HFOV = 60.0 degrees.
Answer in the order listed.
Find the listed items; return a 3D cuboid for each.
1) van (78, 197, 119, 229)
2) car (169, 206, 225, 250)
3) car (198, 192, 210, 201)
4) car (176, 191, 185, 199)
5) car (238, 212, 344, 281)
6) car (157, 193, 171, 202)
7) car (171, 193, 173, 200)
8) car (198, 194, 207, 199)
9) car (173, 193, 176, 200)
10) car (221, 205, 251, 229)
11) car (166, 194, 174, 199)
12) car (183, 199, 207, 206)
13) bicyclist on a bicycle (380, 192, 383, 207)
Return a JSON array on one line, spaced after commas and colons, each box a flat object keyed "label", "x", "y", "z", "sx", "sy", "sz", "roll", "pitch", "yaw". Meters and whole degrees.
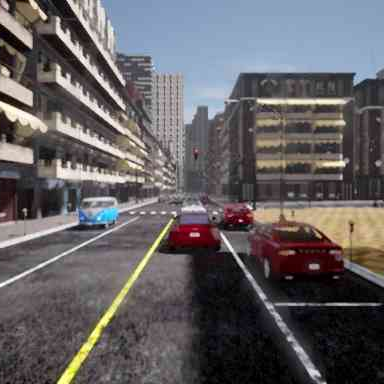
[{"label": "van", "x": -5.697, "y": 1.238, "z": 20.580, "sx": 1.690, "sy": 1.788, "sz": 3.998, "roll": 0, "pitch": 0, "yaw": 0}, {"label": "car", "x": 0.101, "y": 1.493, "z": 13.881, "sx": 1.994, "sy": 1.385, "sz": 4.181, "roll": 0, "pitch": 0, "yaw": 0}, {"label": "car", "x": 2.688, "y": 1.122, "z": 69.578, "sx": 1.967, "sy": 1.590, "sz": 4.097, "roll": -1, "pitch": 0, "yaw": 0}, {"label": "car", "x": -2.994, "y": 0.859, "z": 81.711, "sx": 2.150, "sy": 2.045, "sz": 5.566, "roll": 0, "pitch": 0, "yaw": 0}, {"label": "car", "x": 2.684, "y": 1.496, "z": 9.528, "sx": 1.887, "sy": 1.381, "sz": 4.507, "roll": 0, "pitch": 0, "yaw": 0}, {"label": "car", "x": -5.692, "y": 1.255, "z": 64.056, "sx": 2.008, "sy": 1.369, "sz": 4.403, "roll": 0, "pitch": 0, "yaw": 0}, {"label": "car", "x": -5.692, "y": 1.248, "z": 69.584, "sx": 1.947, "sy": 1.339, "sz": 4.313, "roll": 0, "pitch": 0, "yaw": 0}, {"label": "car", "x": 2.690, "y": 1.168, "z": 86.161, "sx": 2.008, "sy": 1.369, "sz": 4.403, "roll": -1, "pitch": 0, "yaw": 0}, {"label": "car", "x": -5.692, "y": 1.079, "z": 80.639, "sx": 1.967, "sy": 1.590, "sz": 4.097, "roll": -1, "pitch": 0, "yaw": 0}, {"label": "car", "x": 2.685, "y": 1.442, "z": 20.579, "sx": 1.887, "sy": 1.381, "sz": 4.507, "roll": 0, "pitch": 0, "yaw": 0}, {"label": "car", "x": -5.691, "y": 1.199, "z": 86.168, "sx": 1.802, "sy": 1.307, "sz": 4.206, "roll": -1, "pitch": 0, "yaw": 0}, {"label": "car", "x": 0.114, "y": 1.468, "z": 26.867, "sx": 1.895, "sy": 1.301, "sz": 4.718, "roll": 0, "pitch": 0, "yaw": 1}, {"label": "bicyclist on a bicycle", "x": 20.248, "y": 0.848, "z": 34.896, "sx": 0.582, "sy": 1.620, "sz": 1.656, "roll": -1, "pitch": 0, "yaw": -1}]
